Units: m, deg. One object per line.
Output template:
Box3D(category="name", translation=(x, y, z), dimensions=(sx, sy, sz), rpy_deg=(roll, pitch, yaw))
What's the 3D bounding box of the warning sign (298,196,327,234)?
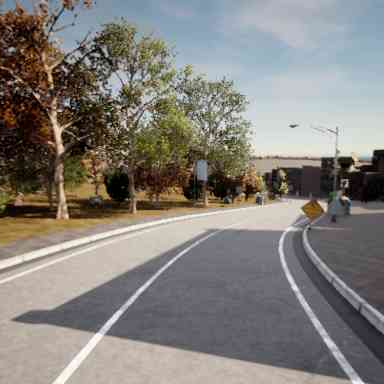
Box3D(category="warning sign", translation=(6.797, 1.265, 18.775), dimensions=(1.300, 1.860, 1.060), rpy_deg=(8, 8, 20))
